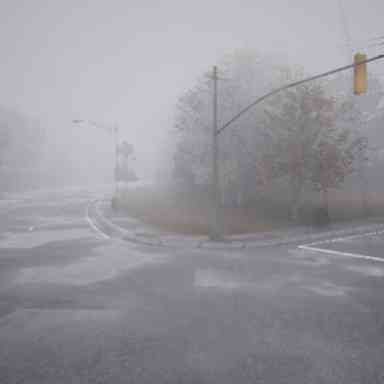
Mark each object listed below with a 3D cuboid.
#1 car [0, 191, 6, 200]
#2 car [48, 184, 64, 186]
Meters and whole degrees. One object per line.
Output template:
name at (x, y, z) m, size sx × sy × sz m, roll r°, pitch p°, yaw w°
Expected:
car at (-24.758, 0.436, 40.988) m, size 1.895 × 1.301 × 4.718 m, roll 0°, pitch 4°, yaw -11°
car at (-26.845, -1.320, 65.538) m, size 1.994 × 1.385 × 4.181 m, roll 0°, pitch 4°, yaw 1°
